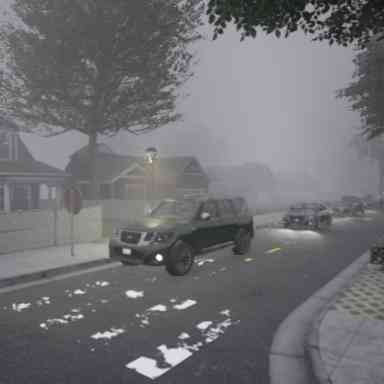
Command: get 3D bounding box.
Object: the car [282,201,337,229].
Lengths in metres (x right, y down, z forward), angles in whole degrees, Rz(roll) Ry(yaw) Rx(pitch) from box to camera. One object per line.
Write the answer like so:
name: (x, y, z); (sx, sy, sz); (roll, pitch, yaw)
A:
car: (6.905, 1.343, 19.782); (1.994, 1.385, 4.181); (0, 1, 36)

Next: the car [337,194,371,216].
car: (13.301, 1.141, 28.179); (2.128, 1.511, 4.902); (0, 1, 37)

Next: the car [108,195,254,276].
car: (0.000, 1.140, 10.682); (2.150, 2.045, 5.566); (0, 1, 37)

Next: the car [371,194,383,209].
car: (19.636, 1.012, 36.445); (2.128, 1.511, 4.902); (0, 1, 38)
